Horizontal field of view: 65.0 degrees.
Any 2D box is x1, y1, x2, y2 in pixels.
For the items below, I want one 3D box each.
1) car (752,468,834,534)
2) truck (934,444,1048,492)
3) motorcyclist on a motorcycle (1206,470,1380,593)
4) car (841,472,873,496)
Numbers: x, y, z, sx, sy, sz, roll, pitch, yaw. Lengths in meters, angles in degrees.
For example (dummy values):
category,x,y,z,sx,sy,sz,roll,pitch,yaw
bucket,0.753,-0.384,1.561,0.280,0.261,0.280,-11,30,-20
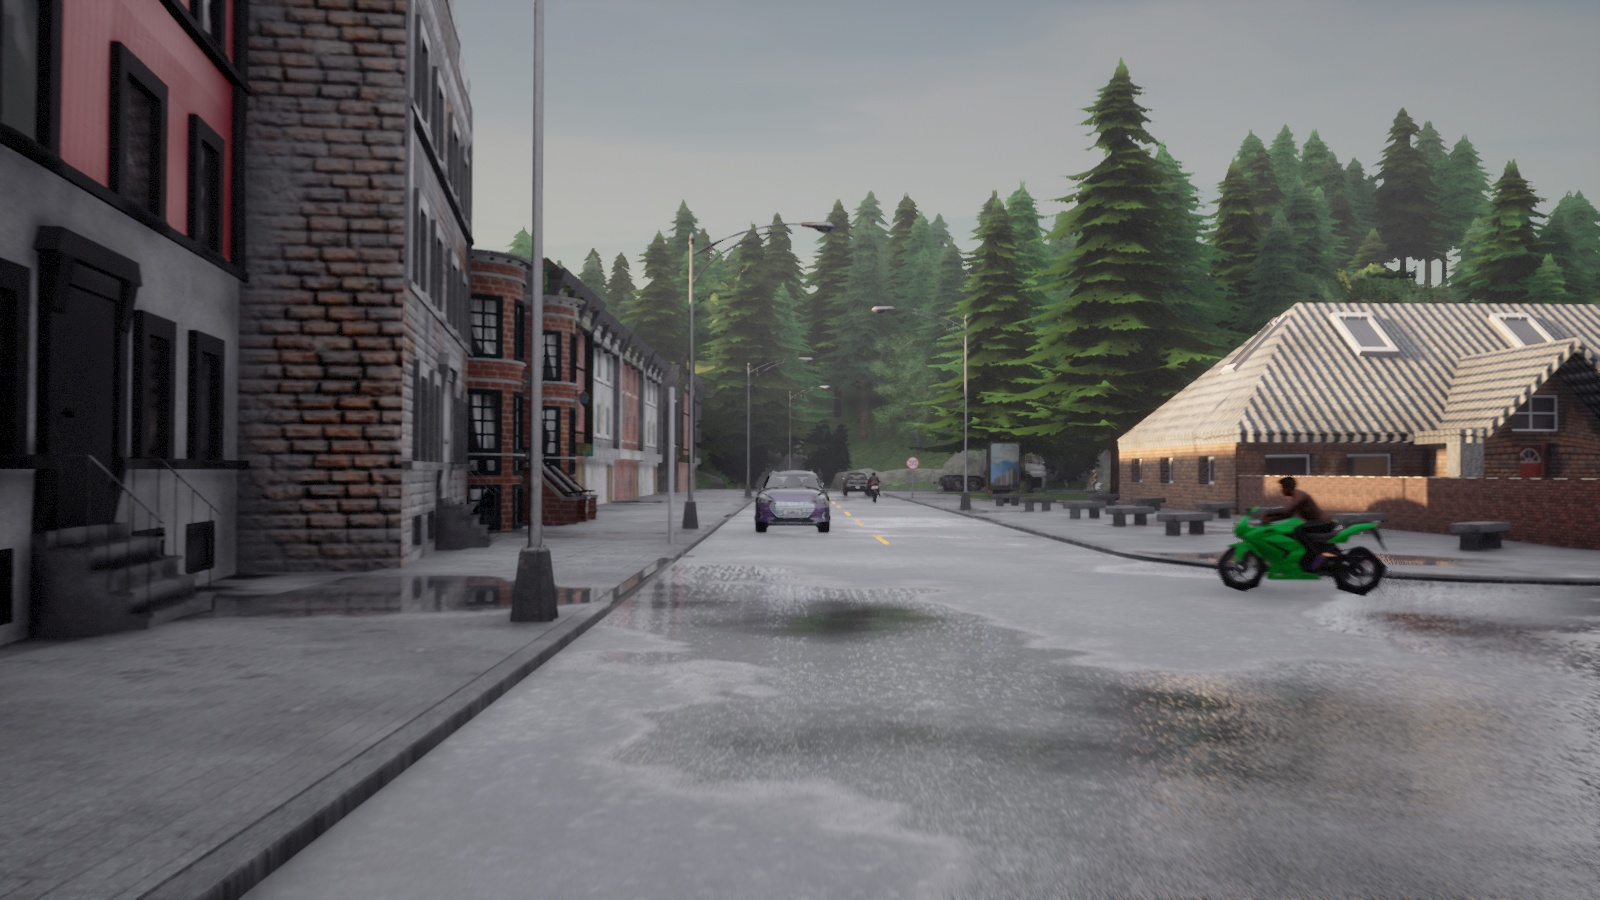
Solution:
category,x,y,z,sx,sy,sz,roll,pitch,yaw
car,-0.180,1.309,33.654,2.033,1.649,4.856,0,-1,0
truck,14.222,1.344,93.684,7.936,3.462,2.891,0,-1,-6
motorcyclist on a motorcycle,6.372,1.045,16.313,2.044,1.523,0.797,-1,-4,21
car,3.672,2.174,81.249,1.816,1.474,4.193,0,-1,0
